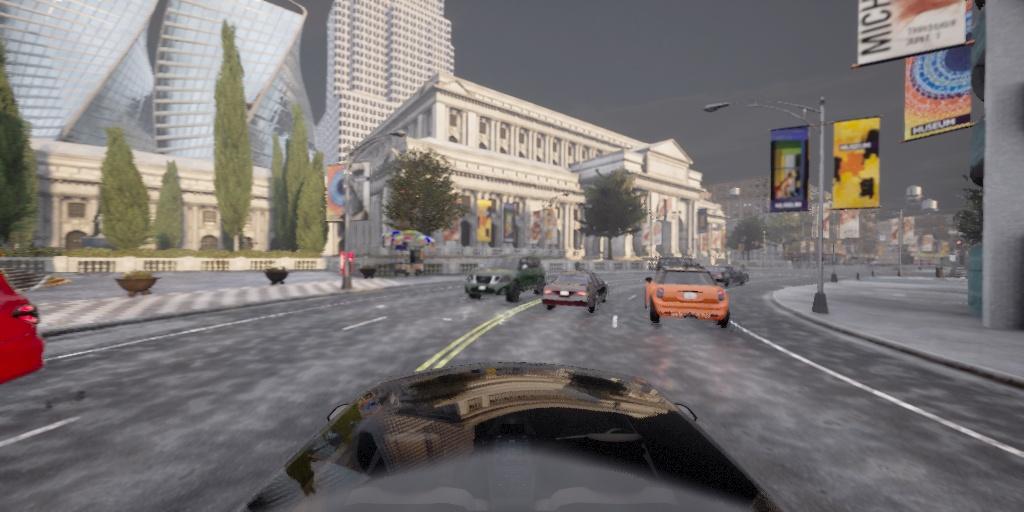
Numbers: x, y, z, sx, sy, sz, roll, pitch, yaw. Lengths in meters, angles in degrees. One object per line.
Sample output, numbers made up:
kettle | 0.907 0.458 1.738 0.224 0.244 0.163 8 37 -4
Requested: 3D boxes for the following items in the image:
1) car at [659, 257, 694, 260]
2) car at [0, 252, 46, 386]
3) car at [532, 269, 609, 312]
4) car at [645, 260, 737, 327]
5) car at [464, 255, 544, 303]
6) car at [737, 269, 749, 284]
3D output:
car | 14.104 1.106 29.928 5.566 2.045 2.150 1 0 -40
car | -6.952 0.891 2.061 2.150 2.045 5.566 0 0 2
car | 2.713 1.316 14.517 2.033 1.411 5.357 1 0 22
car | 5.726 1.158 12.225 2.097 1.767 4.553 1 0 18
car | -0.097 0.955 17.179 2.150 2.045 5.566 0 0 24
car | 15.996 1.457 27.041 5.357 1.411 2.033 1 0 -40
